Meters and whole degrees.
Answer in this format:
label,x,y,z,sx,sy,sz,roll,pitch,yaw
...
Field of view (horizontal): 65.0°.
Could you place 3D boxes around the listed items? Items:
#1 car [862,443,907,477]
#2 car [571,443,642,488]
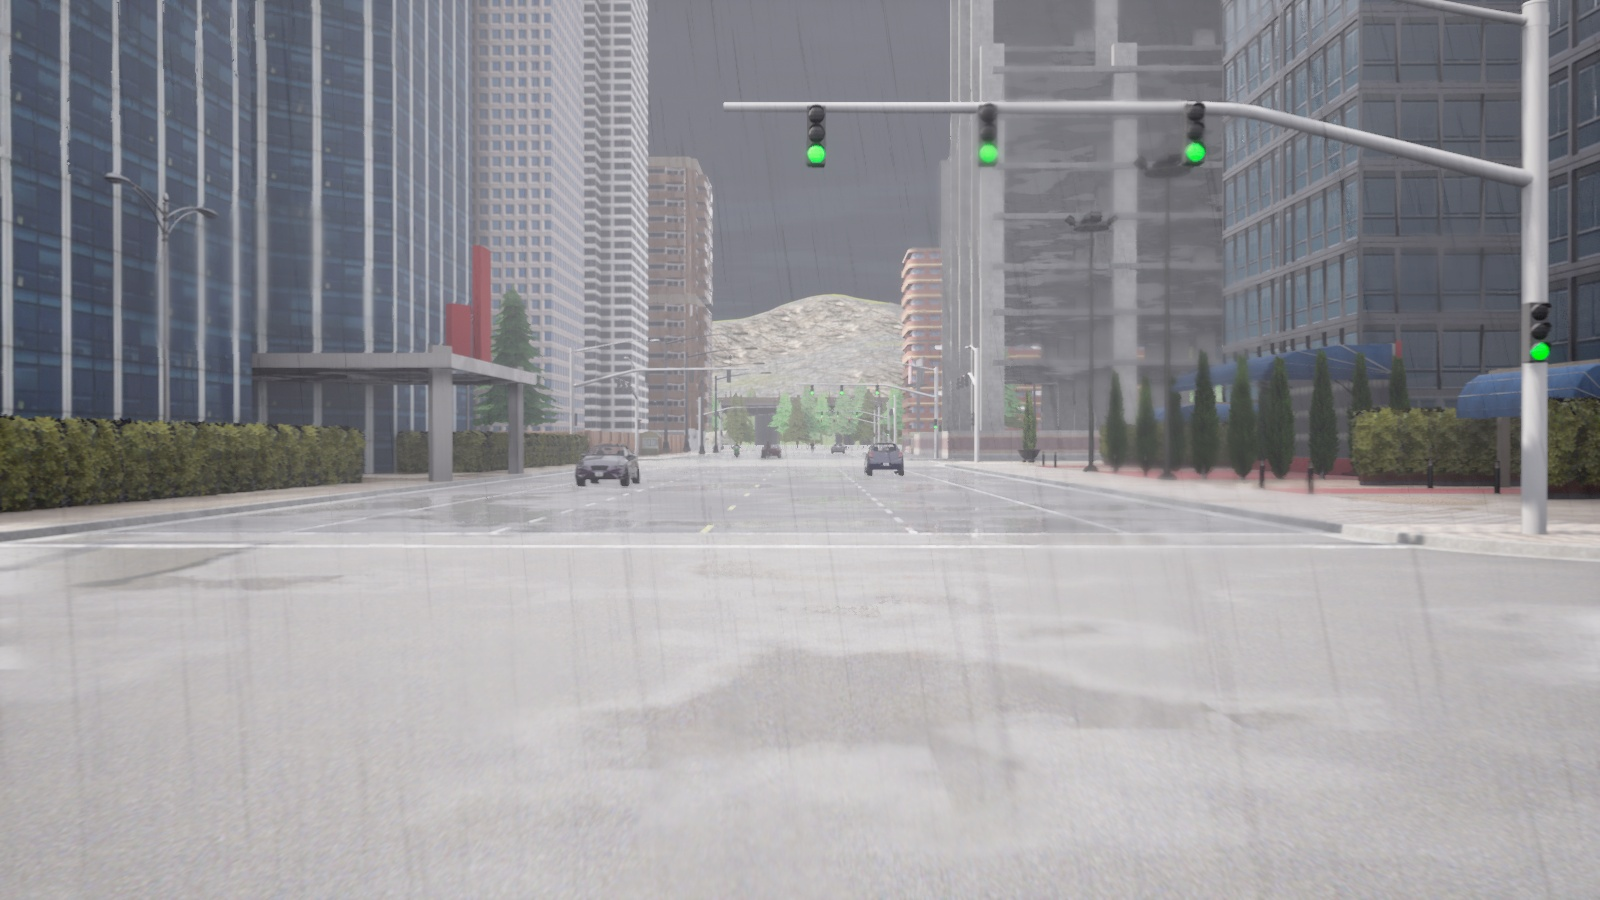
label,x,y,z,sx,sy,sz,roll,pitch,yaw
car,3.846,0.436,57.893,1.845,1.501,3.633,0,0,0
car,-6.733,0.505,44.044,1.816,1.474,4.193,0,0,0
